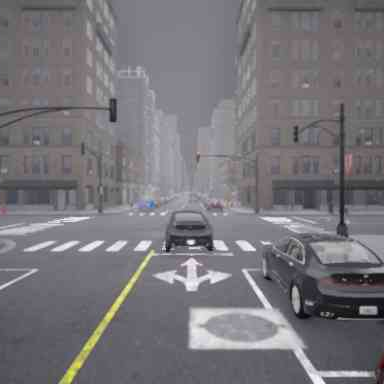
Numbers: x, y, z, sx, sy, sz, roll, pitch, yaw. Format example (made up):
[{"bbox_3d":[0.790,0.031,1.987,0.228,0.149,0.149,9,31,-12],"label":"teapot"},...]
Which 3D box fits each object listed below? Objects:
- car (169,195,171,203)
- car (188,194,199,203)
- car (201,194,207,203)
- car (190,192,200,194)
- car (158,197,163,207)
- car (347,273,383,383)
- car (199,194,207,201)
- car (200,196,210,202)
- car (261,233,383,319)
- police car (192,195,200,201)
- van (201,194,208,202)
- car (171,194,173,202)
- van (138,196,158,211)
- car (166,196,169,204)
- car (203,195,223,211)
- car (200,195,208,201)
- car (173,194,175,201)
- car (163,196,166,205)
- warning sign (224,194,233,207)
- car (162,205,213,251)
[{"bbox_3d":[-5.623,1.631,64.571,1.947,1.339,4.313,0,0,0],"label":"car"},{"bbox_3d":[0.265,1.614,71.435,1.994,1.385,4.181,0,0,0],"label":"car"},{"bbox_3d":[2.854,1.495,53.202,1.967,1.590,4.097,0,0,0],"label":"car"},{"bbox_3d":[0.308,1.118,81.469,2.150,2.045,5.566,0,0,0],"label":"car"},{"bbox_3d":[-5.696,1.489,47.567,1.967,1.590,4.097,0,0,0],"label":"car"},{"bbox_3d":[2.667,1.584,1.620,1.802,1.307,4.206,0,0,0],"label":"car"},{"bbox_3d":[3.024,1.399,92.887,2.192,1.841,5.009,0,0,0],"label":"car"},{"bbox_3d":[2.951,1.625,75.879,2.008,1.369,4.403,0,0,0],"label":"car"},{"bbox_3d":[2.666,1.558,7.214,2.008,1.369,4.403,0,0,0],"label":"car"},{"bbox_3d":[1.132,1.507,87.961,1.930,1.638,5.238,0,0,-1],"label":"police car"},{"bbox_3d":[2.976,1.419,81.548,1.690,1.788,3.998,0,0,0],"label":"van"},{"bbox_3d":[-5.599,1.595,70.069,1.752,1.417,4.829,0,0,0],"label":"car"},{"bbox_3d":[-5.721,1.383,41.898,1.690,1.788,3.998,0,0,0],"label":"van"},{"bbox_3d":[-5.648,1.642,58.903,1.802,1.307,4.206,0,0,0],"label":"car"},{"bbox_3d":[2.805,1.483,41.864,1.967,1.590,4.097,0,0,0],"label":"car"},{"bbox_3d":[3.000,1.521,87.218,1.967,1.590,4.097,0,0,0],"label":"car"},{"bbox_3d":[-5.574,1.640,75.908,1.947,1.339,4.313,0,0,0],"label":"car"},{"bbox_3d":[-5.672,1.620,53.235,1.947,1.339,4.313,0,0,0],"label":"car"},{"bbox_3d":[5.232,1.164,47.848,1.300,1.860,1.060,0,0,0],"label":"warning sign"},{"bbox_3d":[-0.255,1.521,14.259,1.837,1.490,4.892,1,0,-5],"label":"car"}]
